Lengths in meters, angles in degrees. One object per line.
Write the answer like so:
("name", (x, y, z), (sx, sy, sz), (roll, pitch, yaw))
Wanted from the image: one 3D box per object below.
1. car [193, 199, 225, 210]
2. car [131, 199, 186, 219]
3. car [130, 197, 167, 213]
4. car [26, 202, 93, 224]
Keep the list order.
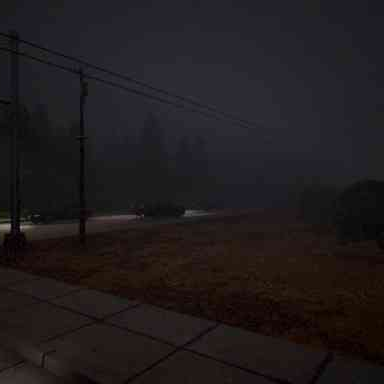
("car", (2.116, 1.502, 40.905), (1.895, 1.301, 4.718), (0, 0, 37))
("car", (-2.612, 1.562, 28.340), (1.895, 1.301, 4.718), (0, 0, 37))
("car", (-3.943, 1.307, 32.755), (2.097, 1.767, 4.553), (0, 0, 37))
("car", (-9.800, 1.513, 24.859), (1.837, 1.490, 4.892), (0, 0, 37))
